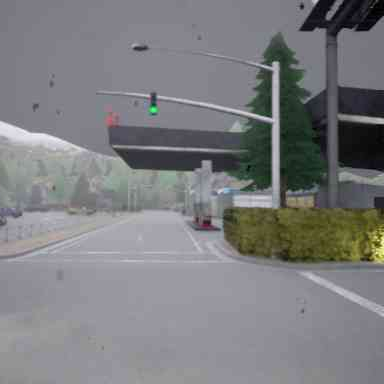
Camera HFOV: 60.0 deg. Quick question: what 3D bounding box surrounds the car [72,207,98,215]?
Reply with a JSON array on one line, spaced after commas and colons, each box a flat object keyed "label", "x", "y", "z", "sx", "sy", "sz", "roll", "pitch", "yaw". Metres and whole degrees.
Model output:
[{"label": "car", "x": -21.375, "y": 3.722, "z": 66.412, "sx": 4.514, "sy": 1.523, "sz": 2.007, "roll": 1, "pitch": -2, "yaw": -5}]

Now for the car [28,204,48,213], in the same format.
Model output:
[{"label": "car", "x": -38.692, "y": 4.080, "z": 82.681, "sx": 5.566, "sy": 2.045, "sz": 2.150, "roll": 1, "pitch": -2, "yaw": -5}]

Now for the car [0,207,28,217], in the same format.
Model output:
[{"label": "car", "x": -27.830, "y": 3.060, "z": 50.905, "sx": 3.633, "sy": 1.501, "sz": 1.845, "roll": 1, "pitch": -2, "yaw": -5}]

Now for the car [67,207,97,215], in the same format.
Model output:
[{"label": "car", "x": -21.083, "y": 3.597, "z": 63.291, "sx": 5.027, "sy": 1.636, "sz": 2.152, "roll": 1, "pitch": -2, "yaw": -5}]

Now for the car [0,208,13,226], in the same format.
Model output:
[{"label": "car", "x": -18.415, "y": 2.355, "z": 29.160, "sx": 3.806, "sy": 1.475, "sz": 1.970, "roll": 1, "pitch": -2, "yaw": -5}]

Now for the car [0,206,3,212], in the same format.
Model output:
[{"label": "car", "x": -49.527, "y": 4.229, "z": 81.737, "sx": 4.892, "sy": 1.490, "sz": 1.837, "roll": 1, "pitch": -2, "yaw": -5}]
